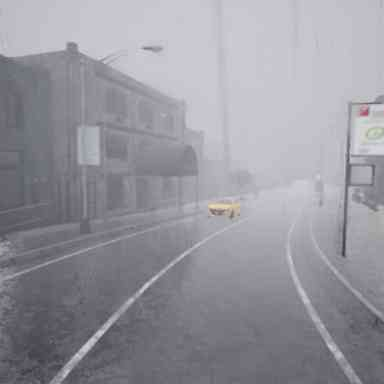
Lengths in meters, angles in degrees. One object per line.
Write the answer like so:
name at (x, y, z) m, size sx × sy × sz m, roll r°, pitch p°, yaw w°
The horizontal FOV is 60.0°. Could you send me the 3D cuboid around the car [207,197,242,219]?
car at (2.644, 1.187, 26.139) m, size 1.882 × 1.535 × 5.008 m, roll 2°, pitch 1°, yaw 20°
